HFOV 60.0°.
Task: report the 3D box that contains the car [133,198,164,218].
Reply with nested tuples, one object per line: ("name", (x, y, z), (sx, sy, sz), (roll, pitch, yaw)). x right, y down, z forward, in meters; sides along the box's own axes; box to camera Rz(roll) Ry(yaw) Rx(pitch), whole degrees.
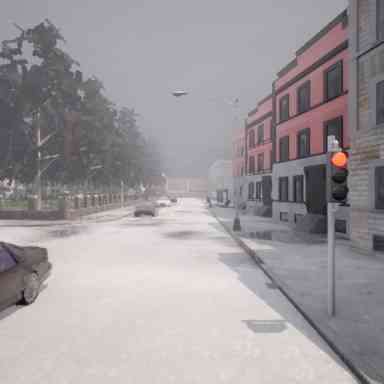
("car", (-4.073, 1.547, 30.598), (2.033, 1.411, 5.357), (0, 0, 0))

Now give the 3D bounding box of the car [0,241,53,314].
("car", (-4.096, 1.547, 5.317), (2.033, 1.411, 5.357), (0, 0, 0))

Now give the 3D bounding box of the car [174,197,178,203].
("car", (-3.939, 1.607, 67.328), (1.895, 1.301, 4.718), (0, 0, 0))

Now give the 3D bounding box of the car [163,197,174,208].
("car", (-4.054, 1.525, 48.058), (1.812, 1.442, 4.674), (0, 0, 0))
